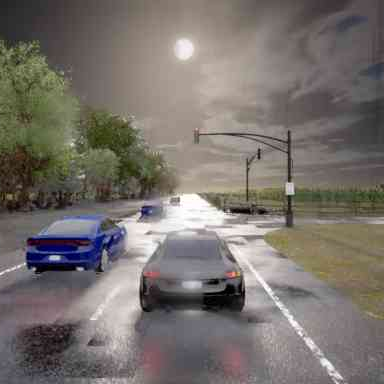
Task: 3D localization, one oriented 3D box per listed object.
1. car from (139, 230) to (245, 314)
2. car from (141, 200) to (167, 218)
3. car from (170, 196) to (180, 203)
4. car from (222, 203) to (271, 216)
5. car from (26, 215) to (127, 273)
[{"bbox_3d":[0.011,1.566,7.725,1.994,1.385,4.181,0,0,0],"label":"car"},{"bbox_3d":[-3.359,1.485,29.870,1.882,1.535,5.008,0,0,0],"label":"car"},{"bbox_3d":[-3.309,1.496,66.734,2.128,1.511,4.902,0,0,0],"label":"car"},{"bbox_3d":[5.470,1.743,33.701,4.718,1.301,1.895,1,-1,31],"label":"car"},{"bbox_3d":[-3.385,1.481,10.698,1.882,1.535,5.008,0,0,0],"label":"car"}]
